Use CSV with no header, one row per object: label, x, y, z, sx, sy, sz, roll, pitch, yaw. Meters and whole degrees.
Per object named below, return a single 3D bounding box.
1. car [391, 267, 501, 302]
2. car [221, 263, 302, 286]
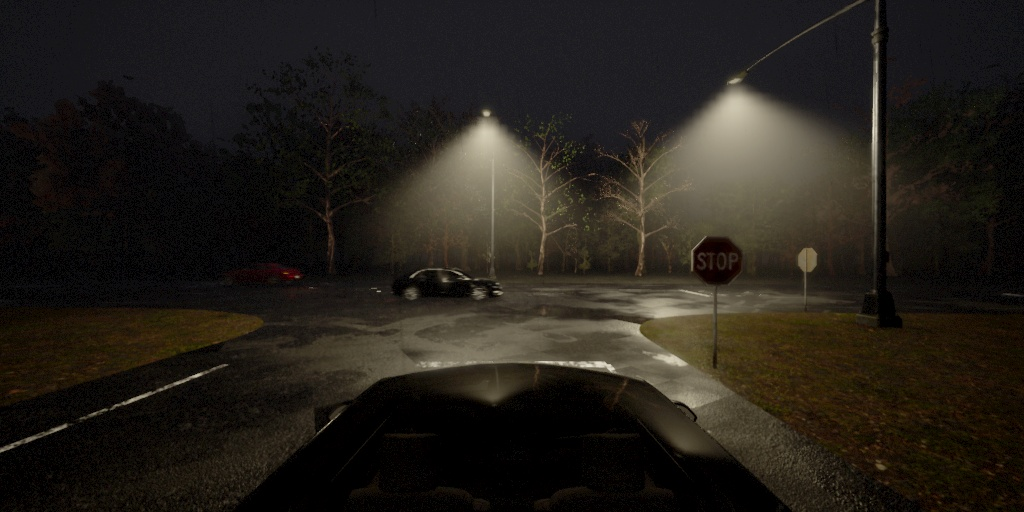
car,-2.920,1.256,16.286,4.892,1.490,1.837,0,0,0
car,-16.322,1.180,23.460,4.674,1.442,1.812,0,0,1
